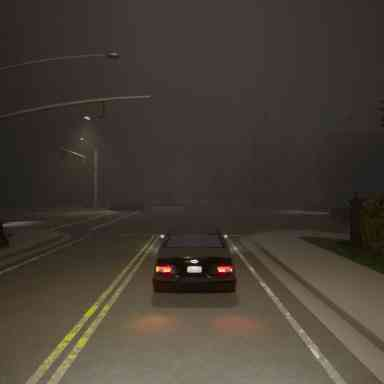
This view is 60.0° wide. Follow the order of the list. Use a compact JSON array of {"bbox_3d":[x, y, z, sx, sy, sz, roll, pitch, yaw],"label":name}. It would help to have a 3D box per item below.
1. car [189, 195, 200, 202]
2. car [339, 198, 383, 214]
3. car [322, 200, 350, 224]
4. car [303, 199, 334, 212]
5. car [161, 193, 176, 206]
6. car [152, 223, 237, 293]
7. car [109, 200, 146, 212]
[{"bbox_3d":[0.552,1.527,78.989,2.033,1.411,5.357,0,0,12],"label":"car"},{"bbox_3d":[18.535,1.452,35.360,4.902,1.511,2.128,0,0,-1],"label":"car"},{"bbox_3d":[11.627,1.515,22.446,1.812,1.442,4.674,0,0,-38],"label":"car"},{"bbox_3d":[15.364,1.503,38.831,4.674,1.442,1.812,0,0,-1],"label":"car"},{"bbox_3d":[-3.721,1.221,53.992,2.150,2.045,5.566,0,0,0],"label":"car"},{"bbox_3d":[0.053,1.547,8.959,2.033,1.411,5.357,0,0,0],"label":"car"},{"bbox_3d":[-7.496,1.598,38.590,4.181,1.385,1.994,0,0,-1],"label":"car"}]
